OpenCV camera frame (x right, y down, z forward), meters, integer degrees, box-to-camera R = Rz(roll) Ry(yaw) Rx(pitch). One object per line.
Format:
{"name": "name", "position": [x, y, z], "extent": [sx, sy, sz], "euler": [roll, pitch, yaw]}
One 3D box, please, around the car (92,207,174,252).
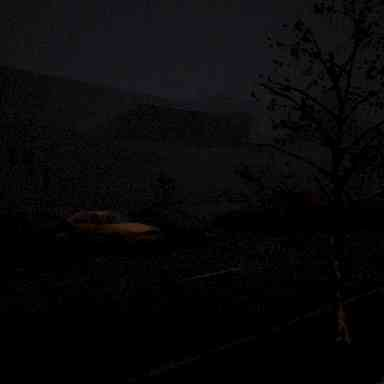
{"name": "car", "position": [-3.598, 1.449, 13.837], "extent": [5.366, 1.575, 1.946], "euler": [-1, -1, 34]}

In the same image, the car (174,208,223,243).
{"name": "car", "position": [-1.299, 1.454, 15.656], "extent": [4.792, 1.488, 2.163], "euler": [-1, -1, 34]}

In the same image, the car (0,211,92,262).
{"name": "car", "position": [-6.211, 1.512, 12.215], "extent": [4.792, 1.488, 2.163], "euler": [-1, 0, 34]}

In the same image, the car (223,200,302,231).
{"name": "car", "position": [3.535, 1.391, 19.136], "extent": [4.674, 1.452, 2.002], "euler": [-1, 0, 34]}

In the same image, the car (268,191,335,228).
{"name": "car", "position": [5.930, 1.059, 20.888], "extent": [5.566, 2.045, 2.435], "euler": [-1, 0, 34]}

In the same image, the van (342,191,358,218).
{"name": "van", "position": [8.485, 1.036, 22.546], "extent": [4.442, 1.987, 1.878], "euler": [-1, 0, 34]}

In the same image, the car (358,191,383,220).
{"name": "car", "position": [10.839, 0.965, 24.330], "extent": [5.566, 2.045, 2.435], "euler": [-1, 0, 34]}
